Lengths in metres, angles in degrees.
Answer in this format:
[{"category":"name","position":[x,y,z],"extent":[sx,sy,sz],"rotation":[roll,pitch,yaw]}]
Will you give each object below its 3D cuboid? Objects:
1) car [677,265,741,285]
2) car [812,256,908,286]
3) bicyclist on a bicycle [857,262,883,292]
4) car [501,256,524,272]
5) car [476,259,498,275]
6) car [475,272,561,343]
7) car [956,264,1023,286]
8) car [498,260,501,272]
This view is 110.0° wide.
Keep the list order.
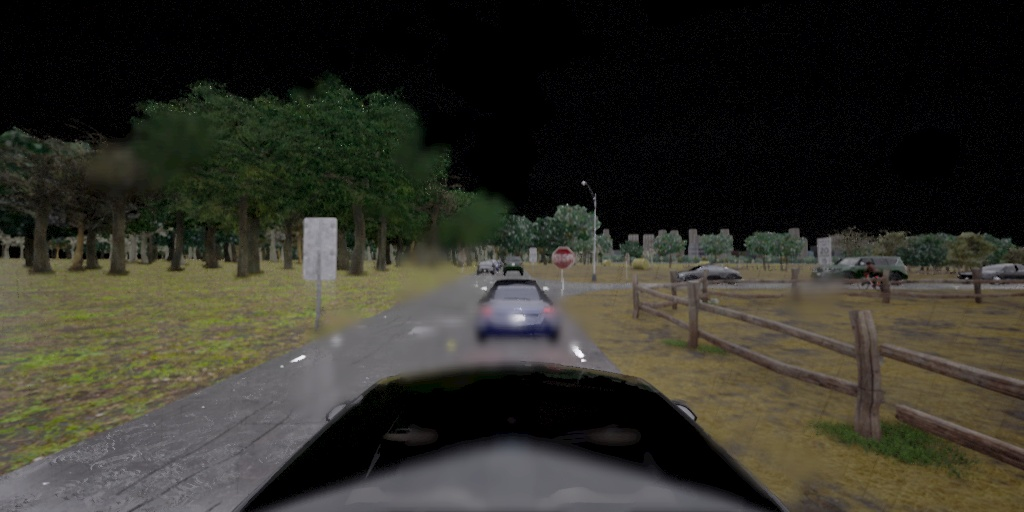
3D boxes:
[{"category":"car","position":[13.902,1.342,25.809],"extent":[4.674,1.442,1.812],"rotation":[0,-2,-1]},{"category":"car","position":[25.019,1.054,25.866],"extent":[5.566,2.045,2.150],"rotation":[0,-2,0]},{"category":"bicyclist on a bicycle","position":[19.930,1.147,19.868],"extent":[0.582,1.620,1.656],"rotation":[0,0,0]},{"category":"car","position":[0.136,1.023,40.334],"extent":[2.150,2.045,5.566],"rotation":[0,0,0]},{"category":"car","position":[-2.802,1.302,39.427],"extent":[1.837,1.490,4.892],"rotation":[0,0,0]},{"category":"car","position":[0.114,1.313,9.666],"extent":[1.994,1.385,4.181],"rotation":[0,0,-1]},{"category":"car","position":[35.186,1.350,25.864],"extent":[4.892,1.490,1.837],"rotation":[0,-2,0]},{"category":"car","position":[-2.789,1.199,48.953],"extent":[2.097,1.767,4.553],"rotation":[0,0,1]}]
